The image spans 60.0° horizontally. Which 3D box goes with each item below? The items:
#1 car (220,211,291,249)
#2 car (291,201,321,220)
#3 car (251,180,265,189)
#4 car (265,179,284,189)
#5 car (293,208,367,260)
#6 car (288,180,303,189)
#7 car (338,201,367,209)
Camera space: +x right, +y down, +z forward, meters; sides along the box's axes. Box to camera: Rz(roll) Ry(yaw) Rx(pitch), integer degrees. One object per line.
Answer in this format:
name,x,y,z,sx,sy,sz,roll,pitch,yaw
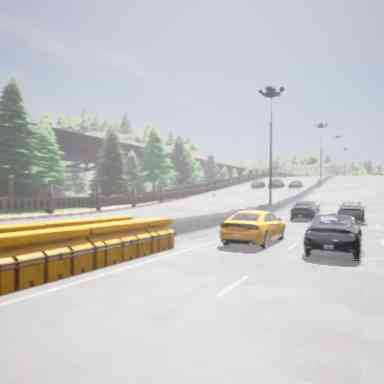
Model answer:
car,2.967,1.597,15.473,1.882,1.535,5.008,0,0,28
car,9.576,1.488,27.967,1.837,1.490,4.892,0,3,28
car,12.715,-1.493,63.869,2.128,1.511,4.902,0,6,29
car,15.817,-1.621,62.265,2.097,1.767,4.553,0,6,28
car,5.693,1.627,13.159,2.128,1.511,4.902,0,0,28
car,18.894,-1.397,60.581,2.033,1.411,5.357,0,6,29
car,12.667,1.495,26.325,2.128,1.511,4.902,0,2,28
